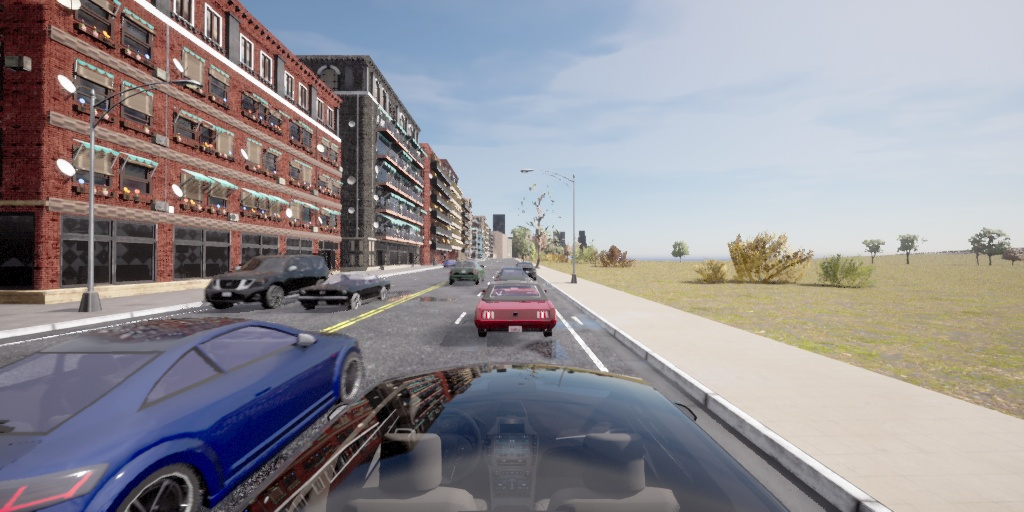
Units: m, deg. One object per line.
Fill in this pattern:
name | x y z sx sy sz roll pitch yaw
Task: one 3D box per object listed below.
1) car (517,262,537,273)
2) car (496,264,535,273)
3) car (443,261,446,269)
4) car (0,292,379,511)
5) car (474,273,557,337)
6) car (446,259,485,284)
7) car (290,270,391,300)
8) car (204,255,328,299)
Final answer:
car | 1.048 1.259 30.282 1.837 1.490 4.892 0 0 0
car | 0.033 1.317 20.288 1.994 1.385 4.181 0 0 0
car | -10.010 1.278 58.357 1.812 1.442 4.674 0 0 0
car | -3.158 1.314 3.628 1.994 1.385 4.181 0 0 0
car | 0.074 1.352 10.258 1.895 1.301 4.718 0 0 0
car | -3.235 1.106 26.612 2.097 1.767 4.553 0 0 2
car | -6.642 1.353 14.755 1.895 1.301 4.718 0 0 0
car | -9.891 0.974 15.184 2.150 2.045 5.566 0 0 0
